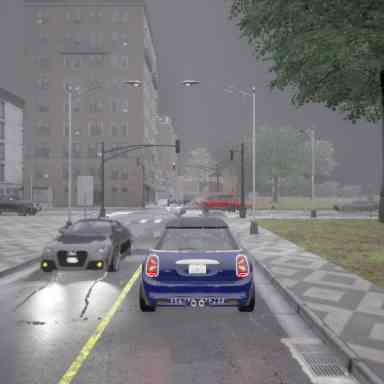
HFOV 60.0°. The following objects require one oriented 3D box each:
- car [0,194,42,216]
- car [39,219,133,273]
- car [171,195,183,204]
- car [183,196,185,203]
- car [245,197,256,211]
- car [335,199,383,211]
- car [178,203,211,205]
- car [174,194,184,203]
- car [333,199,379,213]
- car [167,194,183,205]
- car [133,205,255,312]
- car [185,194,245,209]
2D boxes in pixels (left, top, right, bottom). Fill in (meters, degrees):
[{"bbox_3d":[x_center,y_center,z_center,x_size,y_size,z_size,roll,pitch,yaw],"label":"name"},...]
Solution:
[{"bbox_3d":[-17.133,1.190,31.120,5.566,2.045,2.150,0,-1,0],"label":"car"},{"bbox_3d":[-3.094,1.569,10.587,1.994,1.385,4.181,0,0,0],"label":"car"},{"bbox_3d":[-2.926,1.461,65.529,2.097,1.767,4.553,0,0,0],"label":"car"},{"bbox_3d":[-0.343,1.312,60.358,2.150,2.045,5.566,0,0,1],"label":"car"},{"bbox_3d":[5.704,1.447,41.791,4.553,1.767,2.097,0,-1,11],"label":"car"},{"bbox_3d":[20.578,1.597,41.172,4.902,1.511,2.128,0,-1,0],"label":"car"},{"bbox_3d":[0.019,1.537,17.550,1.812,1.442,4.674,0,0,1],"label":"car"},{"bbox_3d":[-2.916,1.374,76.118,2.150,2.045,5.566,0,0,0],"label":"car"},{"bbox_3d":[18.383,1.631,37.915,4.181,1.385,1.994,0,-1,0],"label":"car"},{"bbox_3d":[-2.976,1.298,55.732,2.150,2.045,5.566,0,0,-2],"label":"car"},{"bbox_3d":[0.094,1.355,7.877,2.097,1.767,4.553,0,0,0],"label":"car"},{"bbox_3d":[2.518,1.255,36.282,5.566,2.045,2.150,0,-1,-24],"label":"car"}]
